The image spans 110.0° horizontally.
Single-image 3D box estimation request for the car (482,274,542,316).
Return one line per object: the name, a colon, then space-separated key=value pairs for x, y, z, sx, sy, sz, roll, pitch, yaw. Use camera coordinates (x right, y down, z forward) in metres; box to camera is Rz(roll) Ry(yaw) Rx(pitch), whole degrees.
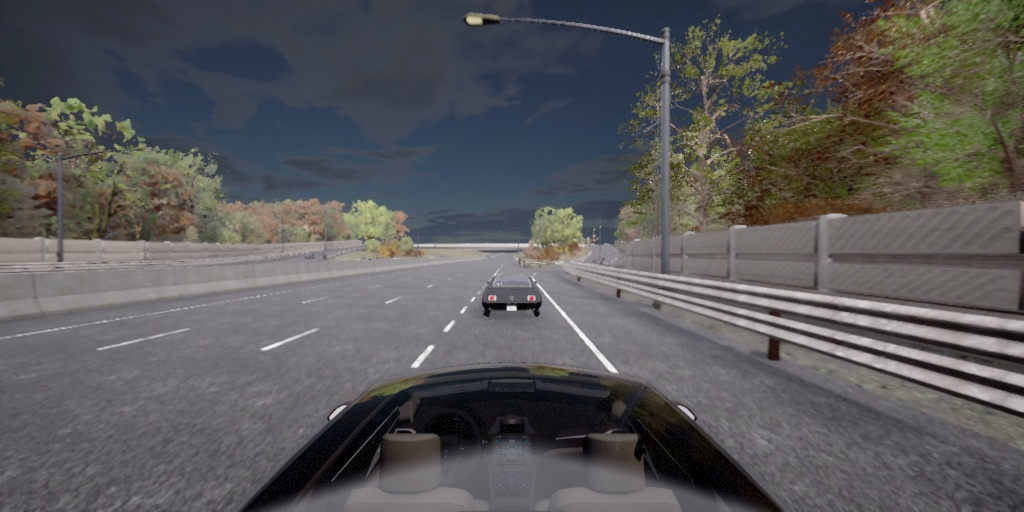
car: x=-0.003 y=1.316 z=13.221 sx=1.895 sy=1.301 sz=4.718 roll=0 pitch=0 yaw=0
